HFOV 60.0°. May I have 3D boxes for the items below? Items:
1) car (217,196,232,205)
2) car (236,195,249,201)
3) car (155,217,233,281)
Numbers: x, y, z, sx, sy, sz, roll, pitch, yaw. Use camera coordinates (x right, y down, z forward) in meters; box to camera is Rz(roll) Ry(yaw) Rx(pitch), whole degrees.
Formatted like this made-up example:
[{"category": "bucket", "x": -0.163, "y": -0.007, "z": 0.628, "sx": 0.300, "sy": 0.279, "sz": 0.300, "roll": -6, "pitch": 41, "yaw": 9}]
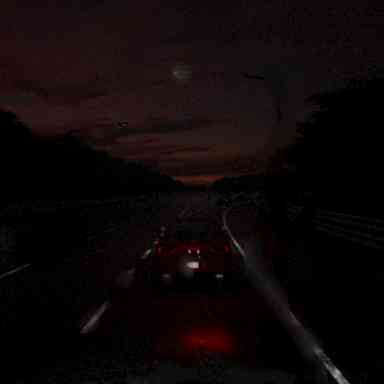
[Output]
[{"category": "car", "x": 5.390, "y": 1.397, "z": 54.511, "sx": 2.033, "sy": 1.411, "sz": 5.357, "roll": -1, "pitch": 0, "yaw": 14}, {"category": "car", "x": 11.156, "y": 1.287, "z": 73.500, "sx": 2.033, "sy": 1.411, "sz": 5.357, "roll": -1, "pitch": 0, "yaw": 21}, {"category": "car", "x": 0.067, "y": 1.463, "z": 9.847, "sx": 1.882, "sy": 1.535, "sz": 5.008, "roll": -1, "pitch": 0, "yaw": 1}]
